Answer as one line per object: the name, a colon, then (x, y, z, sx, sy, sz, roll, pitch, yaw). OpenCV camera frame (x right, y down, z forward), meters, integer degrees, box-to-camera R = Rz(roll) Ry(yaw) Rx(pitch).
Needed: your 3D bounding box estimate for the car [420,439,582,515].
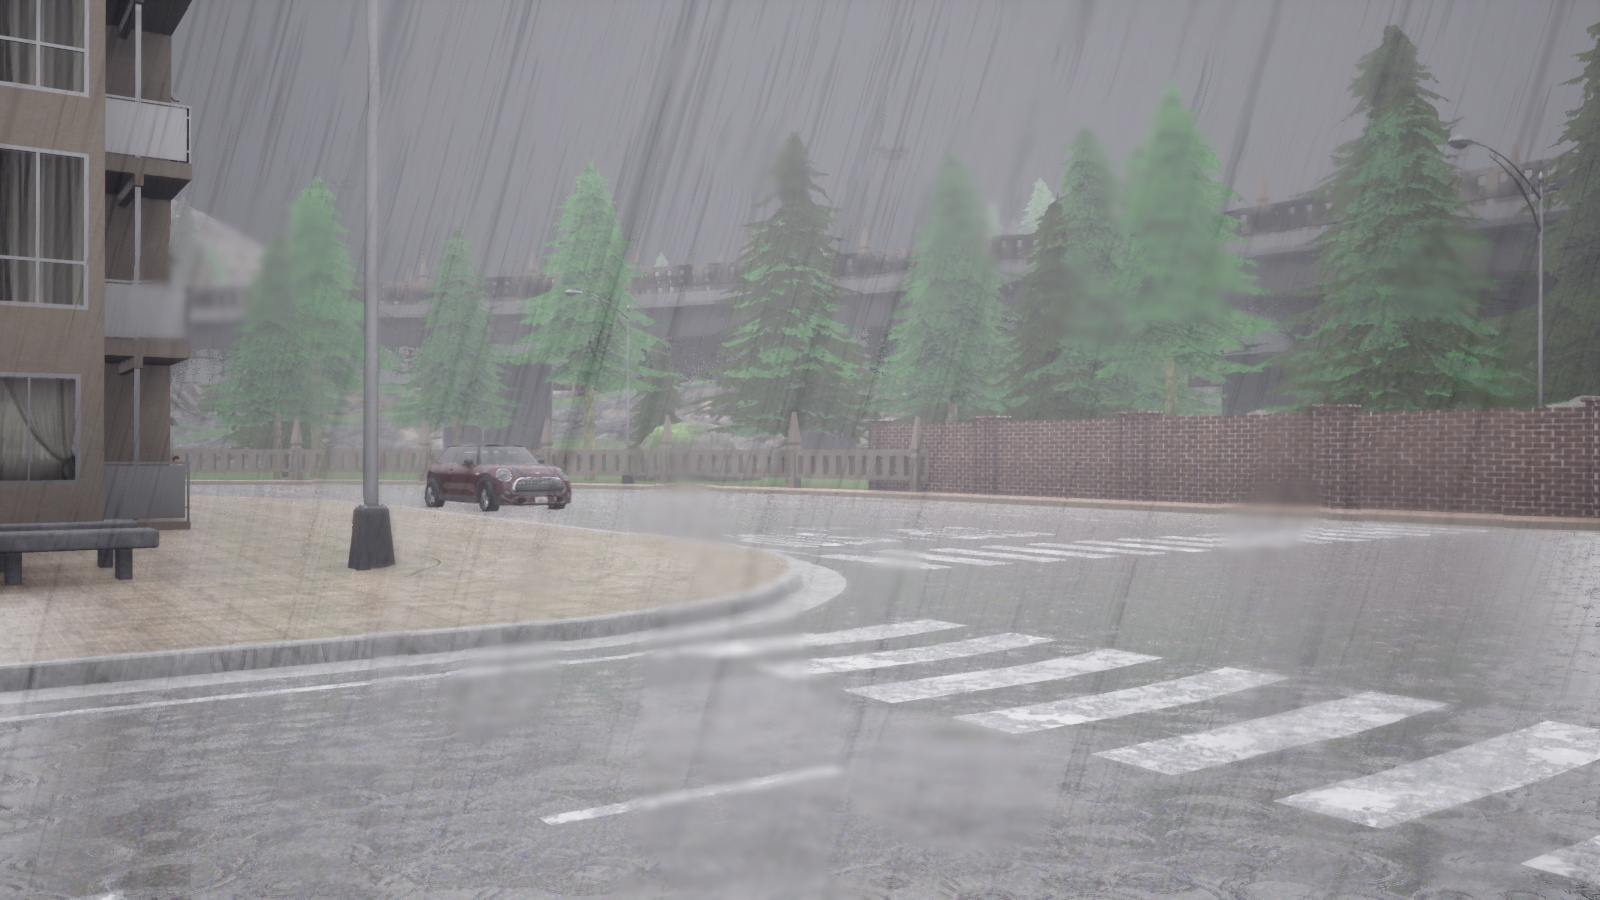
car: (-7.578, 0.641, 31.566, 2.097, 1.767, 4.553, 0, 0, -41)
